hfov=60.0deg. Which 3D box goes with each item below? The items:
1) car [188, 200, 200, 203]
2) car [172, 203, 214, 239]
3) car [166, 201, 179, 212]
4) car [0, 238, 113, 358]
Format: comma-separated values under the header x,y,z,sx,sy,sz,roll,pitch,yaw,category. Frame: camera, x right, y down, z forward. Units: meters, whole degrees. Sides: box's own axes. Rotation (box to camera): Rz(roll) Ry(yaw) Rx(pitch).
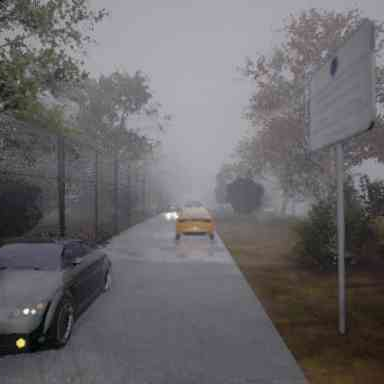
x,y,z,sx,sy,sz,roll,pitch,yaw,category
0.255,1.748,38.582,2.097,1.767,4.553,0,-1,0,car
0.140,1.571,18.085,1.882,1.535,5.008,0,-1,0,car
-2.627,2.092,47.742,2.128,1.511,4.902,0,-1,1,car
-2.839,1.577,6.124,1.994,1.385,4.181,0,0,0,car
